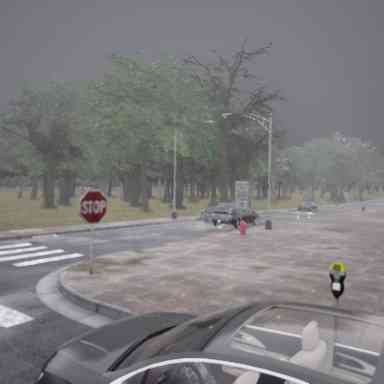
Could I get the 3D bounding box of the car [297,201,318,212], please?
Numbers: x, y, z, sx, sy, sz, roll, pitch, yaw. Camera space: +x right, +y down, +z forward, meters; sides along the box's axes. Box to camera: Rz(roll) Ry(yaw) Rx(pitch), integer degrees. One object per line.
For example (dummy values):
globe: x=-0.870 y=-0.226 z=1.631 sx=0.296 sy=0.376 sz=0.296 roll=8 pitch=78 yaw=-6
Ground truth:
car: x=16.499 y=2.045 z=47.231 sx=1.837 sy=1.490 sz=4.892 roll=2 pitch=0 yaw=36

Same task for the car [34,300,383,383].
car: x=0.575 y=1.550 z=2.382 sx=4.403 sy=1.369 sz=2.008 roll=0 pitch=1 yaw=36

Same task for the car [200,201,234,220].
car: x=2.651 y=1.561 z=28.067 sx=2.097 sy=1.767 sz=4.553 roll=2 pitch=0 yaw=36

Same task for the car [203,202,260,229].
car: x=3.206 y=1.733 z=23.773 sx=2.128 sy=1.511 sz=4.902 roll=2 pitch=0 yaw=36
